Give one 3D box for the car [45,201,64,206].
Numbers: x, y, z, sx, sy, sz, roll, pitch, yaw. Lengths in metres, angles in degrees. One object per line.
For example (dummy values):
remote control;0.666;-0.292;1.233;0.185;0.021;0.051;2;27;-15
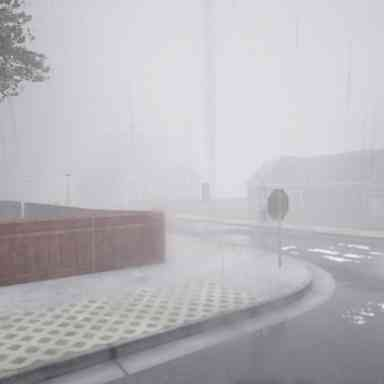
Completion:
car;-19.370;1.937;46.347;1.895;1.301;4.718;0;0;-36
